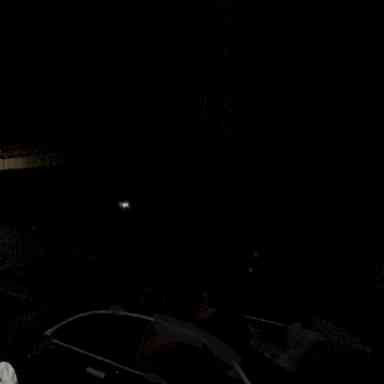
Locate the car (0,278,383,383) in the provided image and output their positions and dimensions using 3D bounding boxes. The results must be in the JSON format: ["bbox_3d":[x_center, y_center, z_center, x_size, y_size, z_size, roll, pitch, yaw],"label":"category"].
[{"bbox_3d":[-0.248,1.542,3.136,4.403,1.369,2.008,0,0,35],"label":"car"}]
